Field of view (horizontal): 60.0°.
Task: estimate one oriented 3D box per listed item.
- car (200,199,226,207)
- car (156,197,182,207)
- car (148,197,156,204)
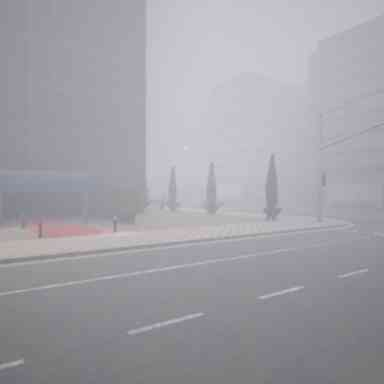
[{"bbox_3d":[3.042,1.587,48.985,1.994,1.385,4.181,0,0,-35],"label":"car"},{"bbox_3d":[-3.376,1.545,52.073,1.812,1.442,4.674,0,0,-35],"label":"car"},{"bbox_3d":[-8.039,1.608,65.019,1.994,1.385,4.181,0,0,-35],"label":"car"}]
